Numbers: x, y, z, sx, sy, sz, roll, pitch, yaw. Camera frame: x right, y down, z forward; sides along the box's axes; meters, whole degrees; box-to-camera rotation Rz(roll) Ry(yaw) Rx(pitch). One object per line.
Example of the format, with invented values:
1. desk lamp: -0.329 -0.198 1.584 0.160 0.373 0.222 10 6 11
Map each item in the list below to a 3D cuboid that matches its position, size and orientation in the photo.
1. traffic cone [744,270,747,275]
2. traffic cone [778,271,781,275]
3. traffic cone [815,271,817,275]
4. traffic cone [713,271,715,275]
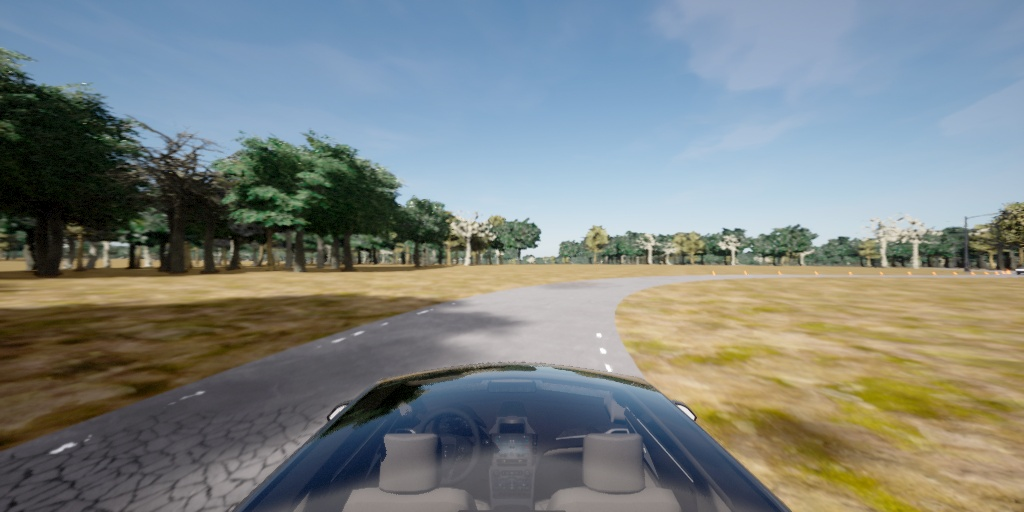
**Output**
1. traffic cone: 29.893 2.150 45.900 0.340 0.580 0.340 0 0 -15
2. traffic cone: 35.080 2.199 47.012 0.340 0.580 0.340 0 0 -9
3. traffic cone: 40.328 2.244 47.528 0.340 0.580 0.340 0 0 -3
4. traffic cone: 24.865 2.098 44.203 0.340 0.580 0.340 0 0 -22
